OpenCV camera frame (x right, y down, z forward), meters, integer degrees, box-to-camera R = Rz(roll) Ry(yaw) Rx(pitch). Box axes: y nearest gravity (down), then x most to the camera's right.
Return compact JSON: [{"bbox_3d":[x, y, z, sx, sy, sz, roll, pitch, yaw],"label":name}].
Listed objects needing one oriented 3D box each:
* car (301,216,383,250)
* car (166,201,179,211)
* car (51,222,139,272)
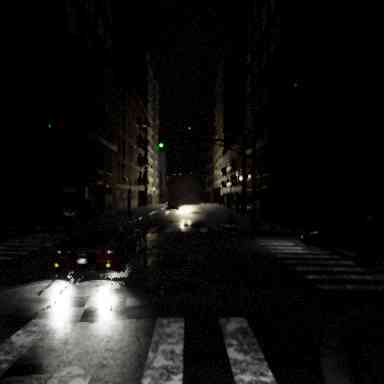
[{"bbox_3d":[7.486,1.854,15.352,4.674,1.442,1.812,1,0,5],"label":"car"},{"bbox_3d":[-3.018,2.161,52.395,1.882,1.535,5.008,0,-1,0],"label":"car"},{"bbox_3d":[-3.002,1.719,11.084,1.994,1.385,4.181,0,-1,0],"label":"car"}]
